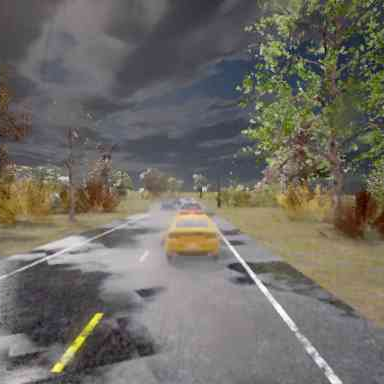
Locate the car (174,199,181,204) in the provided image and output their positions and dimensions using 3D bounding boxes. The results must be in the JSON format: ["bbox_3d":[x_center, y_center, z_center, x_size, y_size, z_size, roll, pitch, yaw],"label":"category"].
[{"bbox_3d":[-3.995,2.538,91.335,1.812,1.442,4.674,0,-1,0],"label":"car"}]

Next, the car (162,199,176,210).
[{"bbox_3d":[-4.278,2.228,58.021,1.882,1.535,5.008,0,-1,-4],"label":"car"}]

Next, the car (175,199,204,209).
[{"bbox_3d":[-0.040,1.717,27.225,2.097,1.767,4.553,0,-1,0],"label":"car"}]

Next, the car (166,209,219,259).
[{"bbox_3d":[0.029,1.659,13.453,1.882,1.535,5.008,0,0,0],"label":"car"}]
